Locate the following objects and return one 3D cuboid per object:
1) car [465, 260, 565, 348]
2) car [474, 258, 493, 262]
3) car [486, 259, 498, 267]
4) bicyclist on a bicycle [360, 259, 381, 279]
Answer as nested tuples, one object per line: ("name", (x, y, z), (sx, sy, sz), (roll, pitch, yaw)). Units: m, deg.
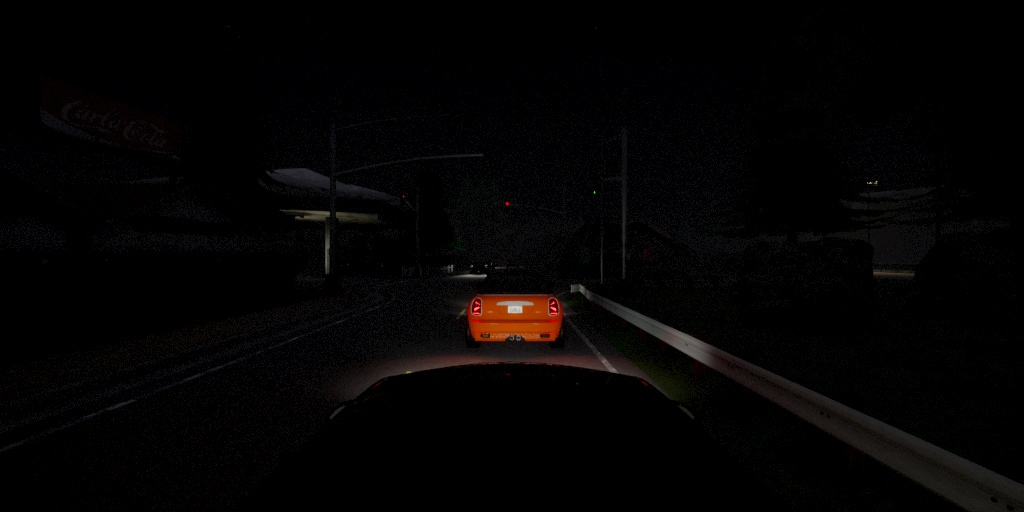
("car", (0.078, 1.102, 9.384), (2.097, 1.767, 4.553), (0, 0, 0))
("car", (-3.575, 1.102, 40.648), (2.097, 1.767, 4.553), (0, 0, 0))
("car", (-3.521, 1.275, 64.695), (1.812, 1.442, 4.674), (0, 0, 1))
("bicyclist on a bicycle", (-11.758, 1.097, 29.870), (1.656, 1.620, 0.582), (1, -3, -19))
